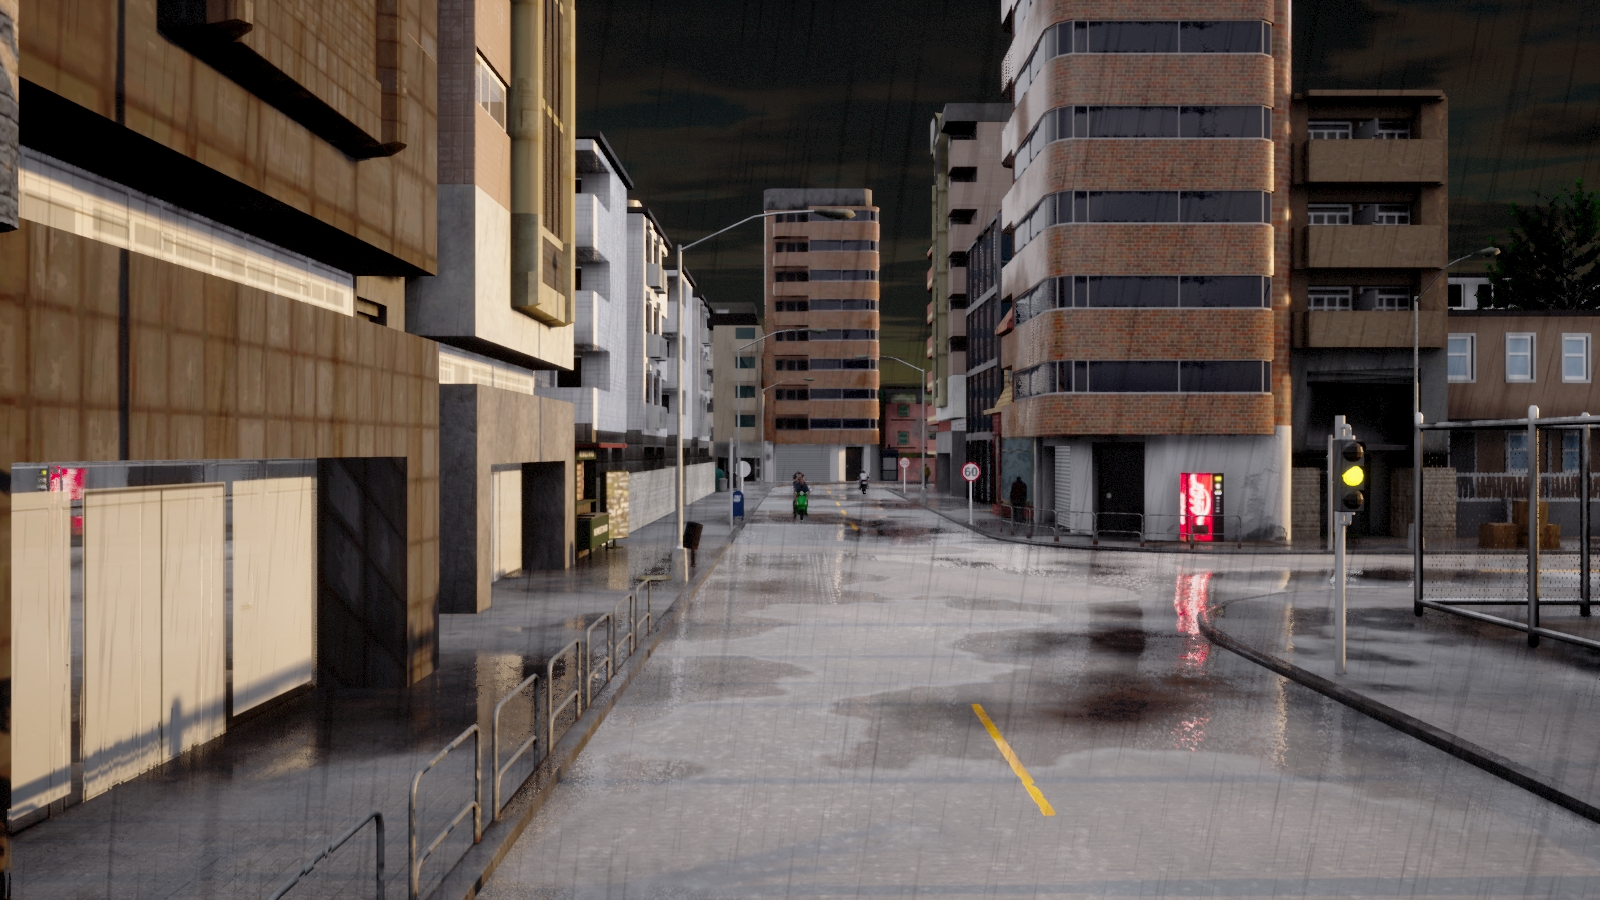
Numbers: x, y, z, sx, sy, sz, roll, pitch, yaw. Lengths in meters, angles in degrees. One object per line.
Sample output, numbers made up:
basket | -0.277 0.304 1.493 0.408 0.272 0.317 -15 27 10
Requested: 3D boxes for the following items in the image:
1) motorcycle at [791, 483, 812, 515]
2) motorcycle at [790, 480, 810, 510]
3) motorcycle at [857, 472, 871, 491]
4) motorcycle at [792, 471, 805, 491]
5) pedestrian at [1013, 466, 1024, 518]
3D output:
motorcycle | 0.063 1.970 46.521 0.856 1.236 1.805 0 0 0
motorcycle | 0.019 1.970 50.389 0.856 1.236 1.805 0 0 0
motorcycle | 4.041 2.005 72.277 0.803 1.145 2.033 0 0 0
motorcycle | -0.113 1.997 74.825 0.867 1.251 2.209 0 0 -1
pedestrian | 7.887 1.523 41.260 0.375 1.860 0.375 0 0 4
